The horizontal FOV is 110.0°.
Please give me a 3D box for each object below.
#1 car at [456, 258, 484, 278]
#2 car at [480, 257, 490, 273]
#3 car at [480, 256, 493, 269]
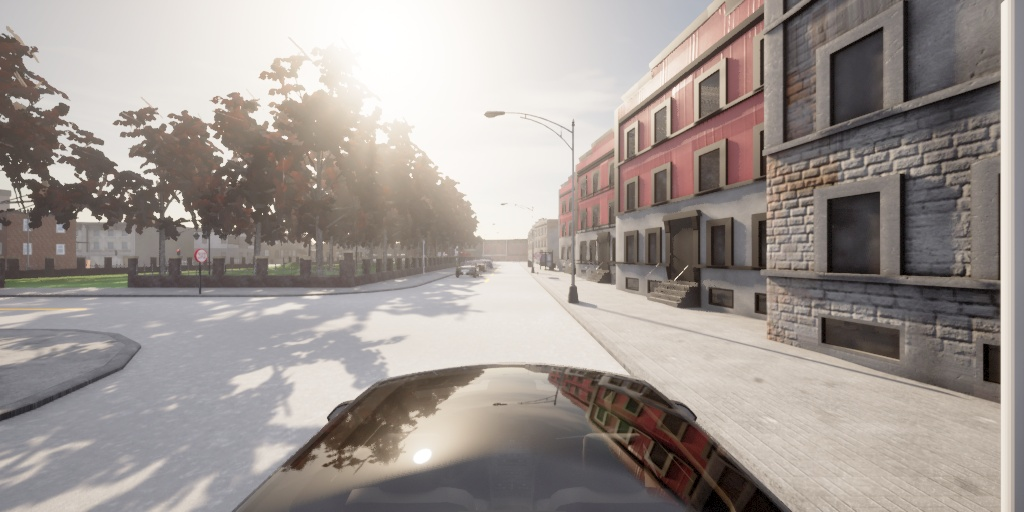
[{"bbox_3d":[-4.179,1.241,34.182,2.128,1.511,4.902,0,0,0],"label":"car"},{"bbox_3d":[-4.199,1.226,44.361,1.882,1.535,5.008,0,0,0],"label":"car"},{"bbox_3d":[-4.194,0.967,56.465,2.150,2.045,5.566,0,0,0],"label":"car"}]
